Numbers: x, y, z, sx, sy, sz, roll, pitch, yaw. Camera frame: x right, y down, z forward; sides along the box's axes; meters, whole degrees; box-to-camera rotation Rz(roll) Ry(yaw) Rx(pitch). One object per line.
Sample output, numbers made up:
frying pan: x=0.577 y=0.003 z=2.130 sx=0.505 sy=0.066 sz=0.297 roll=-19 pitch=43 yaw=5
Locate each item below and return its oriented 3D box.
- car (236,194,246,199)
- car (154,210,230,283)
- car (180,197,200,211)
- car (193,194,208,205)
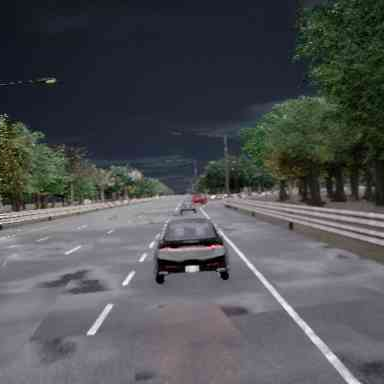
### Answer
car: x=13.167 y=1.178 z=91.806 sx=1.994 sy=1.385 sz=4.181 roll=-3 pitch=0 yaw=34
car: x=-0.042 y=1.533 z=9.929 sx=2.128 sy=1.511 sz=4.902 roll=-3 pitch=0 yaw=-1
car: x=-0.465 y=1.732 z=39.500 sx=2.033 sy=1.411 sz=5.357 roll=-3 pitch=0 yaw=-1
car: x=1.528 y=1.415 z=63.971 sx=2.150 sy=2.045 sz=5.566 roll=-4 pitch=0 yaw=13
